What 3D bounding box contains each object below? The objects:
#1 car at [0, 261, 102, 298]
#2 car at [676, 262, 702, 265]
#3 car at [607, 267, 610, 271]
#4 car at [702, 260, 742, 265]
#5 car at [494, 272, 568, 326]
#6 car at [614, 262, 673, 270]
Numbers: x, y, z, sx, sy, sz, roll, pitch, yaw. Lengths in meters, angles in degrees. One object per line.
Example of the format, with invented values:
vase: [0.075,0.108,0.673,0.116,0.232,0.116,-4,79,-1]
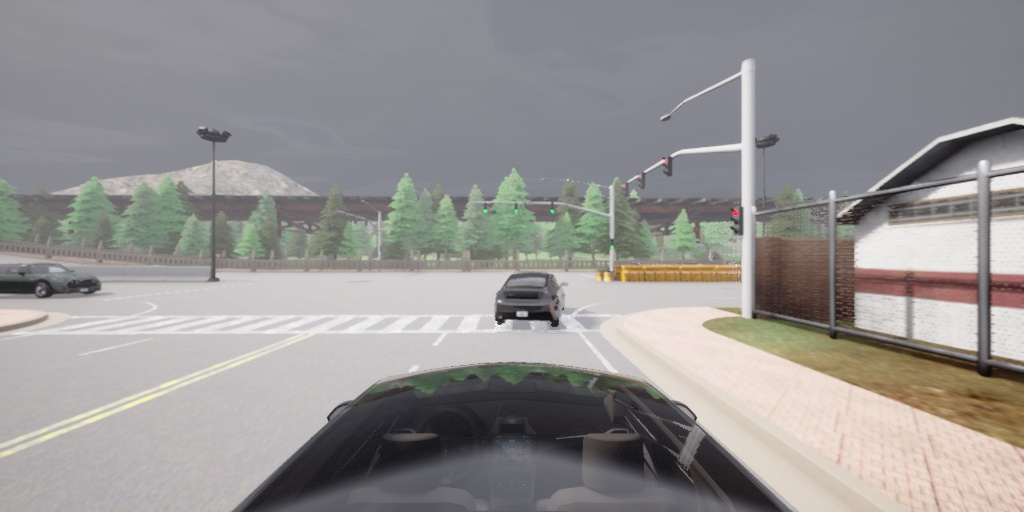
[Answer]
car: [-23.674,1.124,17.984,4.553,1.767,2.097,0,0,0]
car: [17.322,1.364,36.902,5.357,1.411,2.033,0,0,-2]
car: [12.770,1.386,40.275,4.181,1.385,1.994,0,0,-2]
car: [20.865,1.164,33.499,4.553,1.767,2.097,0,0,-2]
car: [0.735,1.275,11.860,1.837,1.490,4.892,0,0,11]
car: [11.940,1.410,33.249,4.718,1.301,1.895,0,0,-2]
